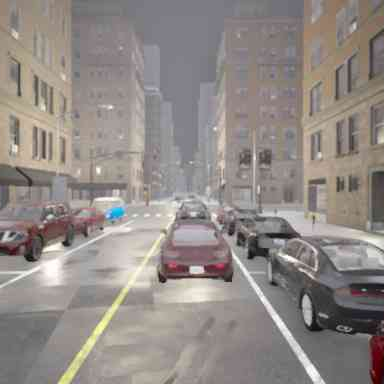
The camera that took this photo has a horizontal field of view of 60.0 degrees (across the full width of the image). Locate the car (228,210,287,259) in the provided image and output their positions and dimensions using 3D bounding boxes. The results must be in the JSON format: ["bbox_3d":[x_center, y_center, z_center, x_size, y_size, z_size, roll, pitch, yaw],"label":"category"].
[{"bbox_3d":[2.657,1.541,12.208,1.947,1.339,4.313,0,0,0],"label":"car"}]

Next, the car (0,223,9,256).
[{"bbox_3d":[-5.862,1.552,6.609,1.947,1.339,4.313,0,0,0],"label":"car"}]

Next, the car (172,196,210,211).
[{"bbox_3d":[0.076,1.309,20.756,2.097,1.767,4.553,0,0,0],"label":"car"}]

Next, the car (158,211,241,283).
[{"bbox_3d":[0.062,1.507,9.460,1.812,1.442,4.674,0,0,-1],"label":"car"}]

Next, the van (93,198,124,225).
[{"bbox_3d":[-5.879,1.293,23.366,1.690,1.788,3.998,0,0,0],"label":"van"}]

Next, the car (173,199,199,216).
[{"bbox_3d":[-0.685,1.441,33.177,1.812,1.442,4.674,0,1,-12],"label":"car"}]

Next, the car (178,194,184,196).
[{"bbox_3d":[-2.933,1.452,74.709,1.895,1.301,4.718,0,0,0],"label":"car"}]

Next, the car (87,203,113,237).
[{"bbox_3d":[-5.874,1.508,17.781,1.887,1.381,4.507,0,0,0],"label":"car"}]

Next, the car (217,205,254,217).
[{"bbox_3d":[2.652,1.530,17.793,1.947,1.339,4.313,0,0,0],"label":"car"}]

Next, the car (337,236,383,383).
[{"bbox_3d":[2.670,1.313,1.037,2.192,1.841,5.009,0,0,0],"label":"car"}]

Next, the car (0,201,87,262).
[{"bbox_3d":[-5.867,1.290,12.194,2.192,1.841,5.009,0,0,0],"label":"car"}]

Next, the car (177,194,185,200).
[{"bbox_3d":[-3.035,1.368,90.331,2.033,1.411,5.357,0,0,0],"label":"car"}]

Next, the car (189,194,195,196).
[{"bbox_3d":[-0.026,1.328,88.994,1.837,1.490,4.892,0,0,0],"label":"car"}]

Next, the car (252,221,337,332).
[{"bbox_3d":[2.663,1.537,6.624,2.008,1.369,4.403,0,0,0],"label":"car"}]
